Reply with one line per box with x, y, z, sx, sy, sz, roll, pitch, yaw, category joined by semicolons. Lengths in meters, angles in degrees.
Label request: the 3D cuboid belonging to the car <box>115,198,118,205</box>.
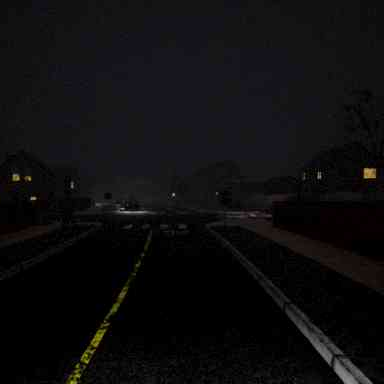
-14.252;1.827;66.425;2.033;1.411;5.357;0;0;-18;car

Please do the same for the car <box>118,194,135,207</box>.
-10.269;1.526;53.274;2.097;1.767;4.553;0;0;-16;car

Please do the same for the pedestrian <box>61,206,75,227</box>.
-7.302;1.160;19.537;0.375;1.860;0.375;-1;1;-6;pedestrian

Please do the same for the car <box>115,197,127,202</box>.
-17.564;1.844;82.351;1.994;1.385;4.181;0;0;-24;car

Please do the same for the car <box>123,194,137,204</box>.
-13.574;1.530;72.646;2.150;2.045;5.566;0;0;-21;car

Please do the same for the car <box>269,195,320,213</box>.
9.257;1.079;29.745;4.553;1.767;2.097;-1;1;-1;car

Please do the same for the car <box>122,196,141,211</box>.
-7.726;1.579;42.975;1.882;1.535;5.008;0;-1;-12;car
